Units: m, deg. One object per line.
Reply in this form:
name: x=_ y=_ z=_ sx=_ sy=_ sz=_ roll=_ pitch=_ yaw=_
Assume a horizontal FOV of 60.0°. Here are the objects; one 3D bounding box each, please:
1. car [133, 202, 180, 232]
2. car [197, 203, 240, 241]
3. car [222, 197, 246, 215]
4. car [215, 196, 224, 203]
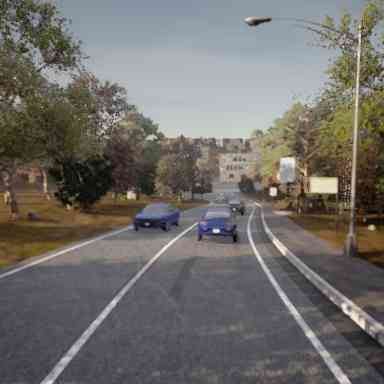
car: x=-1.956 y=1.399 z=19.792 sx=1.882 sy=1.535 sz=5.008 roll=1 pitch=0 yaw=9
car: x=1.342 y=1.506 z=16.588 sx=1.812 sy=1.442 sz=4.674 roll=1 pitch=0 yaw=7
car: x=4.453 y=1.498 z=34.063 sx=1.812 sy=1.442 sz=4.674 roll=1 pitch=0 yaw=11
car: x=5.236 y=1.410 z=60.309 sx=1.812 sy=1.442 sz=4.674 roll=1 pitch=0 yaw=6
